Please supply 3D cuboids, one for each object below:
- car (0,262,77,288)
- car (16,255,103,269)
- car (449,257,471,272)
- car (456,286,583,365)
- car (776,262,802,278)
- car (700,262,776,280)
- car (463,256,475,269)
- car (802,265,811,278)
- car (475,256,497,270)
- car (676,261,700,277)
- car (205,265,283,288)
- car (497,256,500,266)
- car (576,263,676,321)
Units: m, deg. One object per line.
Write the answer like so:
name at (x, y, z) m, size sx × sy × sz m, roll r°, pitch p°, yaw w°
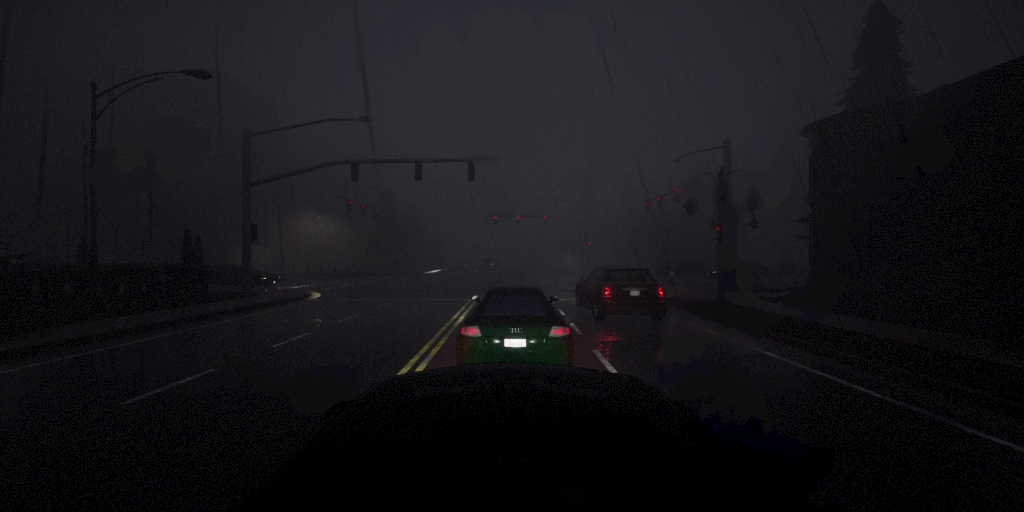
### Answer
car at (-30.807, 1.297, 23.323) m, size 5.357 × 1.411 × 2.033 m, roll 0°, pitch 0°, yaw 0°
car at (-33.697, 0.973, 26.827) m, size 5.566 × 2.045 × 2.150 m, roll 0°, pitch 0°, yaw 0°
car at (-7.096, 1.228, 47.793) m, size 1.882 × 1.535 × 5.008 m, roll 0°, pitch 0°, yaw 0°
car at (0.064, 1.314, 7.552) m, size 1.994 × 1.385 × 4.181 m, roll 0°, pitch 0°, yaw 0°
car at (25.528, 1.276, 33.890) m, size 4.674 × 1.442 × 1.812 m, roll 0°, pitch 0°, yaw -4°
car at (18.957, 1.255, 30.185) m, size 4.892 × 1.490 × 1.837 m, roll 0°, pitch 0°, yaw -1°
car at (-7.084, 1.241, 57.219) m, size 2.128 × 1.511 × 4.902 m, roll 0°, pitch 0°, yaw 0°
car at (28.467, 0.971, 30.601) m, size 5.566 × 2.045 × 2.150 m, roll 0°, pitch 0°, yaw -7°
car at (-3.589, 1.102, 50.727) m, size 2.097 × 1.767 × 4.553 m, roll 0°, pitch 0°, yaw 0°
car at (16.196, 1.228, 33.624) m, size 5.008 × 1.535 × 1.882 m, roll 0°, pitch 0°, yaw -2°
car at (-18.005, 1.297, 23.263) m, size 5.357 × 1.411 × 2.033 m, roll 0°, pitch 0°, yaw 2°
car at (-3.577, 1.241, 59.772) m, size 2.128 × 1.511 × 4.902 m, roll 0°, pitch 0°, yaw 0°
car at (3.582, 1.102, 12.563) m, size 2.097 × 1.767 × 4.553 m, roll 0°, pitch 0°, yaw 0°
